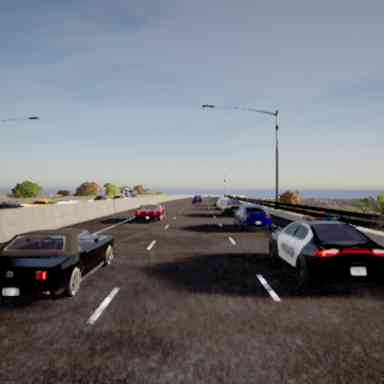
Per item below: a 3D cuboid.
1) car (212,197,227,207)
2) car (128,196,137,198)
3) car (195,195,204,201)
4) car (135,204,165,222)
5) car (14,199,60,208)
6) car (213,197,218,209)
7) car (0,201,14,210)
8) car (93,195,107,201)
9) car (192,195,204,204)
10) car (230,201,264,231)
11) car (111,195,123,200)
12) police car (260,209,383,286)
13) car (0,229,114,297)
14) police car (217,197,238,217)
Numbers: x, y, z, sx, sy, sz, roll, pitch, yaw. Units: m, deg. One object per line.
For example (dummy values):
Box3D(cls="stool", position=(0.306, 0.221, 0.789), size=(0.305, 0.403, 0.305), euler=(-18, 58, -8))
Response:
Box3D(cls="car", position=(4.346, 1.513, 53.114), size=(2.033, 1.411, 5.357), euler=(0, 0, 2))
Box3D(cls="car", position=(-12.505, 1.495, 71.182), size=(1.812, 1.442, 4.674), euler=(0, 0, 2))
Box3D(cls="car", position=(1.853, 1.414, 79.827), size=(1.895, 1.301, 4.718), euler=(0, 0, 3))
Box3D(cls="car", position=(-3.182, 1.562, 26.229), size=(1.895, 1.301, 4.718), euler=(0, 0, 1))
Box3D(cls="car", position=(-13.801, 1.434, 30.584), size=(1.882, 1.535, 5.008), euler=(0, 0, 1))
Box3D(cls="car", position=(4.038, 1.486, 42.195), size=(1.812, 1.442, 4.674), euler=(0, 0, 1))
Box3D(cls="car", position=(-17.295, 1.519, 30.788), size=(1.994, 1.385, 4.181), euler=(0, 0, 1))
Box3D(cls="car", position=(-19.516, 1.471, 71.072), size=(1.837, 1.490, 4.892), euler=(0, 0, 2))
Box3D(cls="car", position=(1.153, 1.328, 62.961), size=(2.097, 1.767, 4.553), euler=(0, 0, 2))
Box3D(cls="car", position=(3.629, 1.492, 20.354), size=(1.812, 1.442, 4.674), euler=(0, 0, 1))
Box3D(cls="car", position=(-16.002, 1.469, 71.335), size=(1.837, 1.490, 4.892), euler=(0, 0, 2))
Box3D(cls="police car", position=(3.529, 1.484, 9.432), size=(2.038, 1.542, 4.974), euler=(0, 0, 0))
Box3D(cls="car", position=(-3.370, 1.579, 8.448), size=(1.895, 1.301, 4.718), euler=(0, 0, 0))
Box3D(cls="police car", position=(3.799, 1.466, 31.275), size=(2.038, 1.542, 4.974), euler=(0, 0, 1))
